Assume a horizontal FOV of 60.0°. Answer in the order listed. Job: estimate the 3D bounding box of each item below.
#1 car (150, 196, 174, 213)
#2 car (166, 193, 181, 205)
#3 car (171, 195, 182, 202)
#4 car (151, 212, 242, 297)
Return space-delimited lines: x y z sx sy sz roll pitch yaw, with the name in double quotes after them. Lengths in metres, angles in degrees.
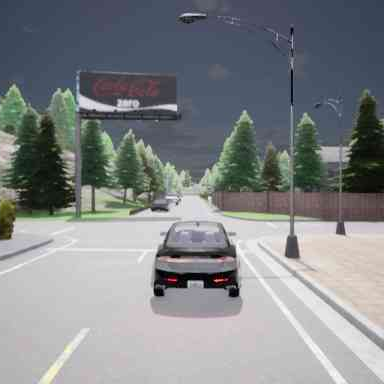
-3.502 1.527 37.577 2.033 1.411 5.357 0 0 0 "car"
-3.425 1.193 56.256 2.150 2.045 5.566 0 0 1 "car"
-3.321 1.462 71.457 1.994 1.385 4.181 0 0 0 "car"
0.144 1.487 8.547 2.128 1.511 4.902 0 0 2 "car"
